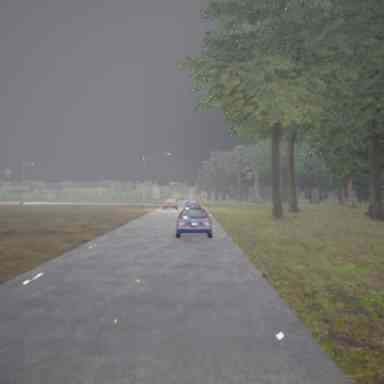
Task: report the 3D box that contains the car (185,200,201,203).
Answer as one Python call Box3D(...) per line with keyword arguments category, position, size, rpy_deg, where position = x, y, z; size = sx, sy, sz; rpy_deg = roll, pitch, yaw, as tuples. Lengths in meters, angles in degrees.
Box3D(category="car", position=(0.102, 1.652, 40.470), size=(1.994, 1.385, 4.181), rpy_deg=(0, 0, 0))

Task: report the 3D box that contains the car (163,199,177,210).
Box3D(category="car", position=(-2.795, 1.633, 43.747), size=(1.812, 1.442, 4.674), rpy_deg=(0, 0, 1))

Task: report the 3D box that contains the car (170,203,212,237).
Box3D(category="car", position=(0.099, 1.551, 18.051), size=(2.033, 1.411, 5.357), rpy_deg=(0, 0, 0))
